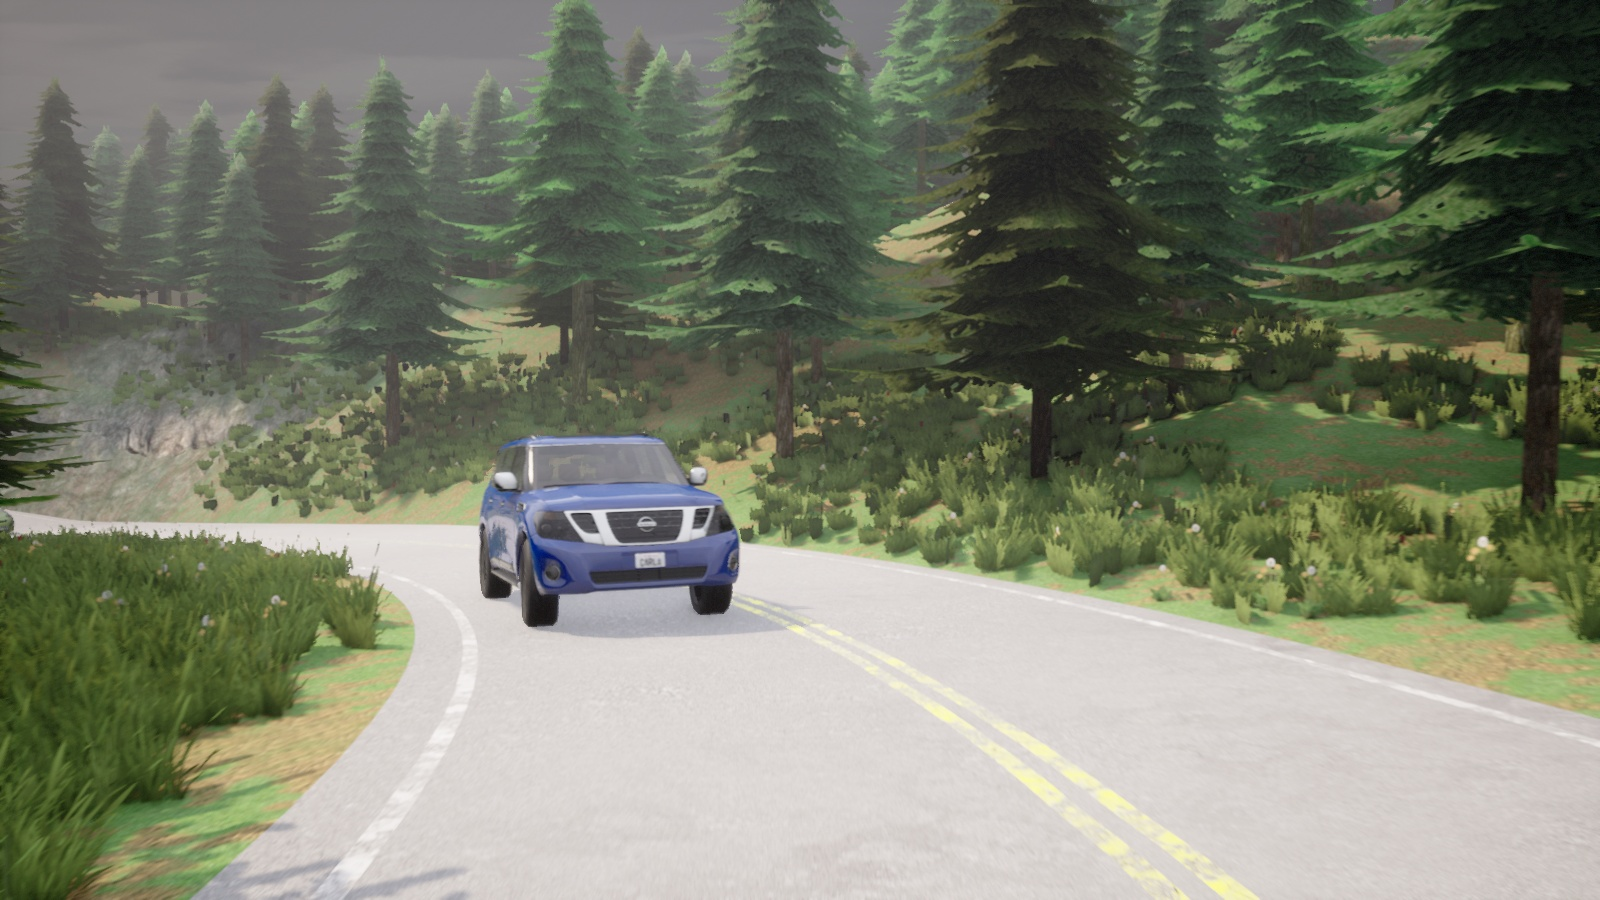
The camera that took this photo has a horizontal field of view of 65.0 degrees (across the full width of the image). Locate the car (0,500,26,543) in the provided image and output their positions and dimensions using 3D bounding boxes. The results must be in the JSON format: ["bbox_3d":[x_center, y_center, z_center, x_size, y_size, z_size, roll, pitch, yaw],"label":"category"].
[{"bbox_3d":[-32.155,2.771,48.126,4.514,1.525,2.007,-1,3,25],"label":"car"}]

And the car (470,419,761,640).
[{"bbox_3d":[-2.430,0.827,14.800,2.150,2.045,5.566,-2,-1,-21],"label":"car"}]
